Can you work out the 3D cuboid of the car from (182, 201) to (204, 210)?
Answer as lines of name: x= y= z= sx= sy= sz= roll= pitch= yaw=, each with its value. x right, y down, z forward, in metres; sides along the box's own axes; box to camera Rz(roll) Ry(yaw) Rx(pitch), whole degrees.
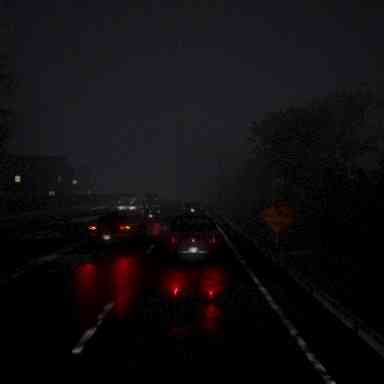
car: x=0.082 y=1.526 z=29.951 sx=1.994 sy=1.385 sz=4.181 roll=0 pitch=0 yaw=0

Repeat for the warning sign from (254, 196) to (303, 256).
warning sign: x=2.884 y=1.104 z=11.264 sx=1.300 sy=1.860 sz=1.060 roll=2 pitch=2 yaw=0

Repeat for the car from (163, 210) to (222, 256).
car: x=0.067 y=1.586 z=13.021 sx=1.895 sy=1.301 sz=4.718 roll=0 pitch=0 yaw=0

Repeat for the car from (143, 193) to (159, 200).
car: x=-6.549 y=1.146 z=54.152 sx=2.150 sy=2.045 sz=5.566 roll=0 pitch=0 yaw=0

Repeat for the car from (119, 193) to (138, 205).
car: x=-9.814 y=1.146 z=51.874 sx=2.150 sy=2.045 sz=5.566 roll=0 pitch=0 yaw=0

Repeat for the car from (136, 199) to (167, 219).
car: x=-3.178 y=1.566 z=28.029 sx=1.895 sy=1.301 sz=4.718 roll=0 pitch=0 yaw=0

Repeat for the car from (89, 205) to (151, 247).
car: x=-3.172 y=1.509 z=14.749 sx=1.812 sy=1.442 sz=4.674 roll=0 pitch=0 yaw=0
